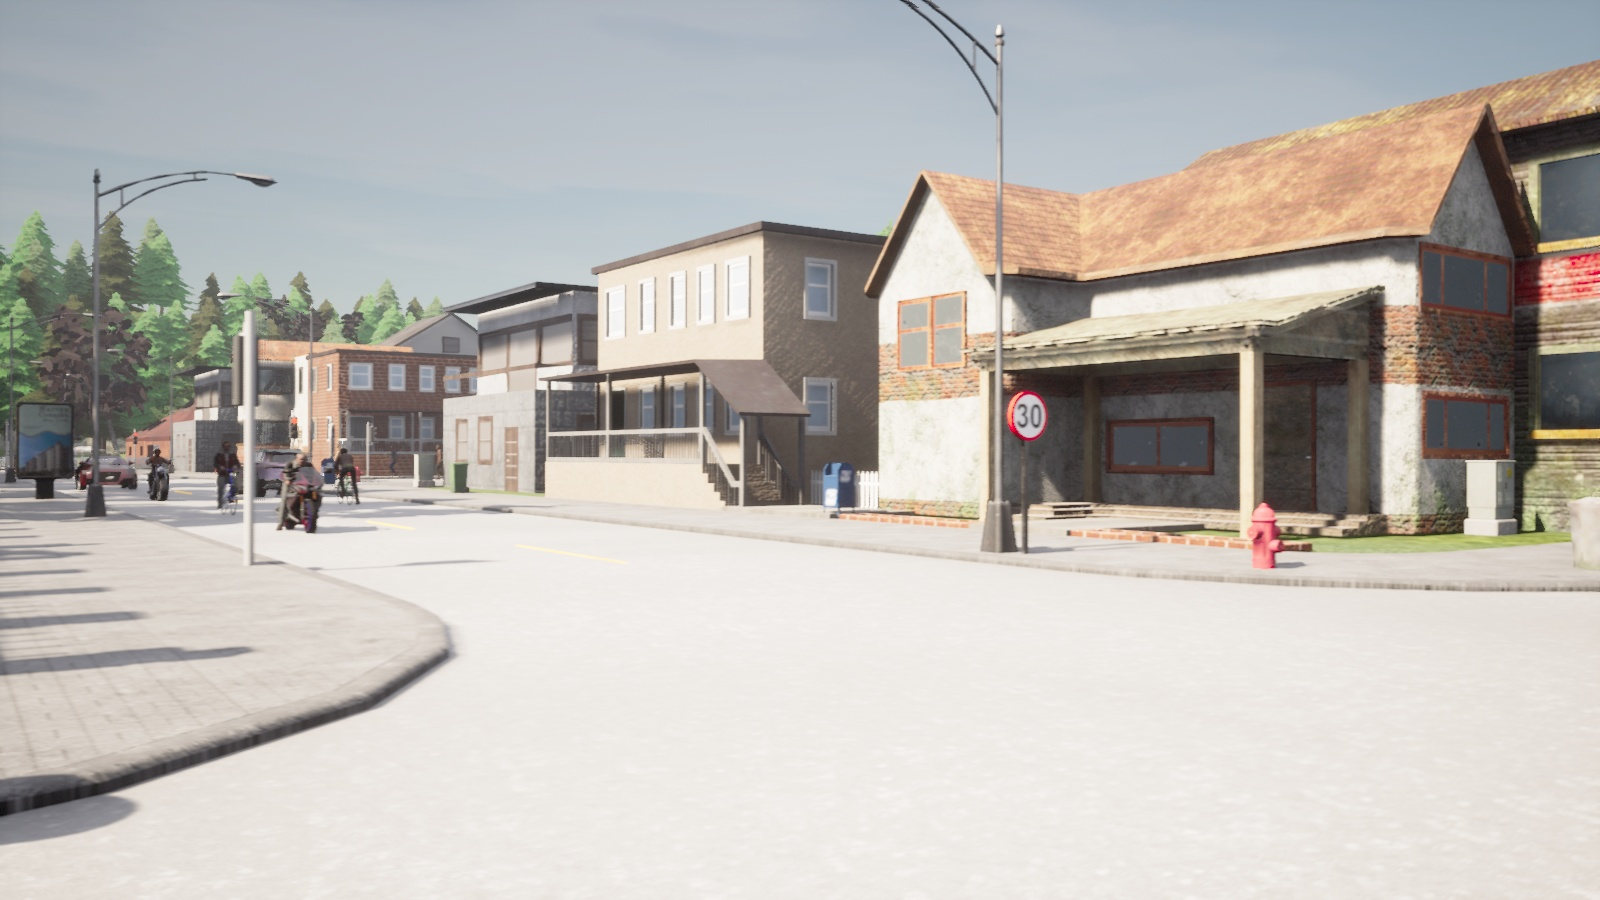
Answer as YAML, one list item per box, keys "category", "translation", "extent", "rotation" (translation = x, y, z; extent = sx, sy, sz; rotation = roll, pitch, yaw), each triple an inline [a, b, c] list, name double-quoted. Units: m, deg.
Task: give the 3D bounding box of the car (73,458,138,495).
- category: "car"
  translation: [-27.723, 1.019, 50.076]
  extent: [1.994, 1.385, 4.181]
  rotation: [0, 0, -33]

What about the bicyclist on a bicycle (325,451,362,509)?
- category: "bicyclist on a bicycle"
  translation: [-13.052, 0.832, 35.888]
  extent: [0.582, 1.620, 1.656]
  rotation: [0, 0, -35]

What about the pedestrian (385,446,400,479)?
- category: "pedestrian"
  translation: [-23.821, 0.721, 73.419]
  extent: [0.788, 1.949, 0.423]
  rotation: [0, 0, -35]

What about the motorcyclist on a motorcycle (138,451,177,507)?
- category: "motorcyclist on a motorcycle"
  translation: [-19.688, 0.853, 38.455]
  extent: [0.766, 1.649, 2.350]
  rotation: [0, 0, -35]

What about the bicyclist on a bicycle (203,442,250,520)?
- category: "bicyclist on a bicycle"
  translation: [-13.452, 0.730, 29.432]
  extent: [0.659, 1.776, 1.843]
  rotation: [0, -2, -35]

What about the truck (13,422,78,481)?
- category: "truck"
  translation: [-46.432, 0.097, 77.160]
  extent: [2.891, 3.462, 7.936]
  rotation: [0, 0, -35]

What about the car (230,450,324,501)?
- category: "car"
  translation: [-17.979, 0.842, 43.014]
  extent: [2.033, 1.649, 4.856]
  rotation: [0, 0, -34]

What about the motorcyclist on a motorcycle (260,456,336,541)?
- category: "motorcyclist on a motorcycle"
  translation: [-9.504, 0.871, 23.720]
  extent: [0.866, 1.530, 2.191]
  rotation: [0, 0, -35]

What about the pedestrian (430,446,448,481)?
- category: "pedestrian"
  translation: [-18.212, 0.680, 63.400]
  extent: [0.869, 1.805, 0.328]
  rotation: [0, 0, -17]
